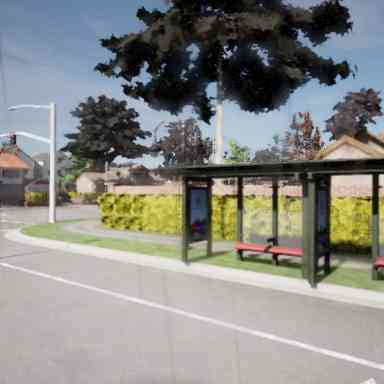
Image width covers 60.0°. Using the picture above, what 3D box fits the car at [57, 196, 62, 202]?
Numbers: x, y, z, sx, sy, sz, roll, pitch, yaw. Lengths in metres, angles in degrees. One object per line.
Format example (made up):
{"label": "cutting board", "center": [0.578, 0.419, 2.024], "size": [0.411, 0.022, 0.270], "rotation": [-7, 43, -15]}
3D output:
{"label": "car", "center": [-22.245, 0.968, 52.258], "size": [3.806, 1.475, 1.970], "rotation": [0, 0, 36]}
